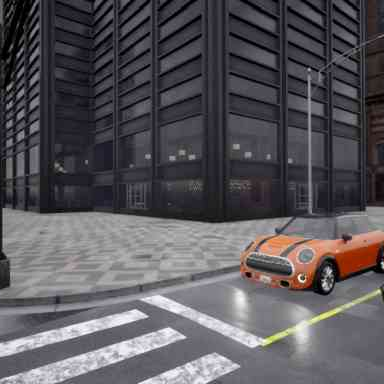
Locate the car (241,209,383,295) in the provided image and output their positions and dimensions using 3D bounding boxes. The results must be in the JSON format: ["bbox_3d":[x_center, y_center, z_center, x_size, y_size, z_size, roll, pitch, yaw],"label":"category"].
[{"bbox_3d":[3.399,1.379,8.922,4.553,1.767,2.097,0,0,-39],"label":"car"}]

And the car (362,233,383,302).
[{"bbox_3d":[5.867,1.546,6.926,5.357,1.411,2.033,0,0,-39],"label":"car"}]
